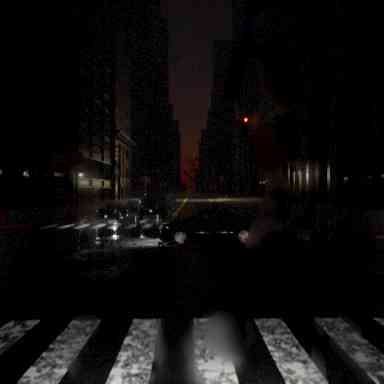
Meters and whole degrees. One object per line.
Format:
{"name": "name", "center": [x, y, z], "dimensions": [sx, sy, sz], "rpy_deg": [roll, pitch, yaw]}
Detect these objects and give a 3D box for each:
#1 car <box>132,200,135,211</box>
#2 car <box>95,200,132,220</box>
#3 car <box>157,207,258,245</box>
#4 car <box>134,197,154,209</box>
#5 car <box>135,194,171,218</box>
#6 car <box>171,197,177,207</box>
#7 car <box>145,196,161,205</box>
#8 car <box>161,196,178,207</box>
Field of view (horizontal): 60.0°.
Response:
{"name": "car", "center": [-6.614, 1.564, 37.012], "dimensions": [1.895, 1.301, 4.718], "rpy_deg": [0, 0, 0]}
{"name": "car", "center": [-6.629, 1.576, 27.896], "dimensions": [1.895, 1.301, 4.718], "rpy_deg": [0, 0, 1]}
{"name": "car", "center": [0.766, 1.503, 14.641], "dimensions": [4.181, 1.385, 1.994], "rpy_deg": [0, 0, 0]}
{"name": "car", "center": [-6.611, 1.442, 46.420], "dimensions": [2.128, 1.511, 4.902], "rpy_deg": [0, 0, 0]}
{"name": "car", "center": [-3.361, 1.194, 29.943], "dimensions": [2.150, 2.045, 5.566], "rpy_deg": [0, 0, 0]}
{"name": "car", "center": [-3.362, 1.451, 40.036], "dimensions": [2.128, 1.511, 4.902], "rpy_deg": [0, 0, 0]}
{"name": "car", "center": [-6.582, 1.478, 57.075], "dimensions": [2.033, 1.411, 5.357], "rpy_deg": [0, 0, 0]}
{"name": "car", "center": [-3.352, 1.435, 50.458], "dimensions": [2.128, 1.511, 4.902], "rpy_deg": [0, 0, 0]}
